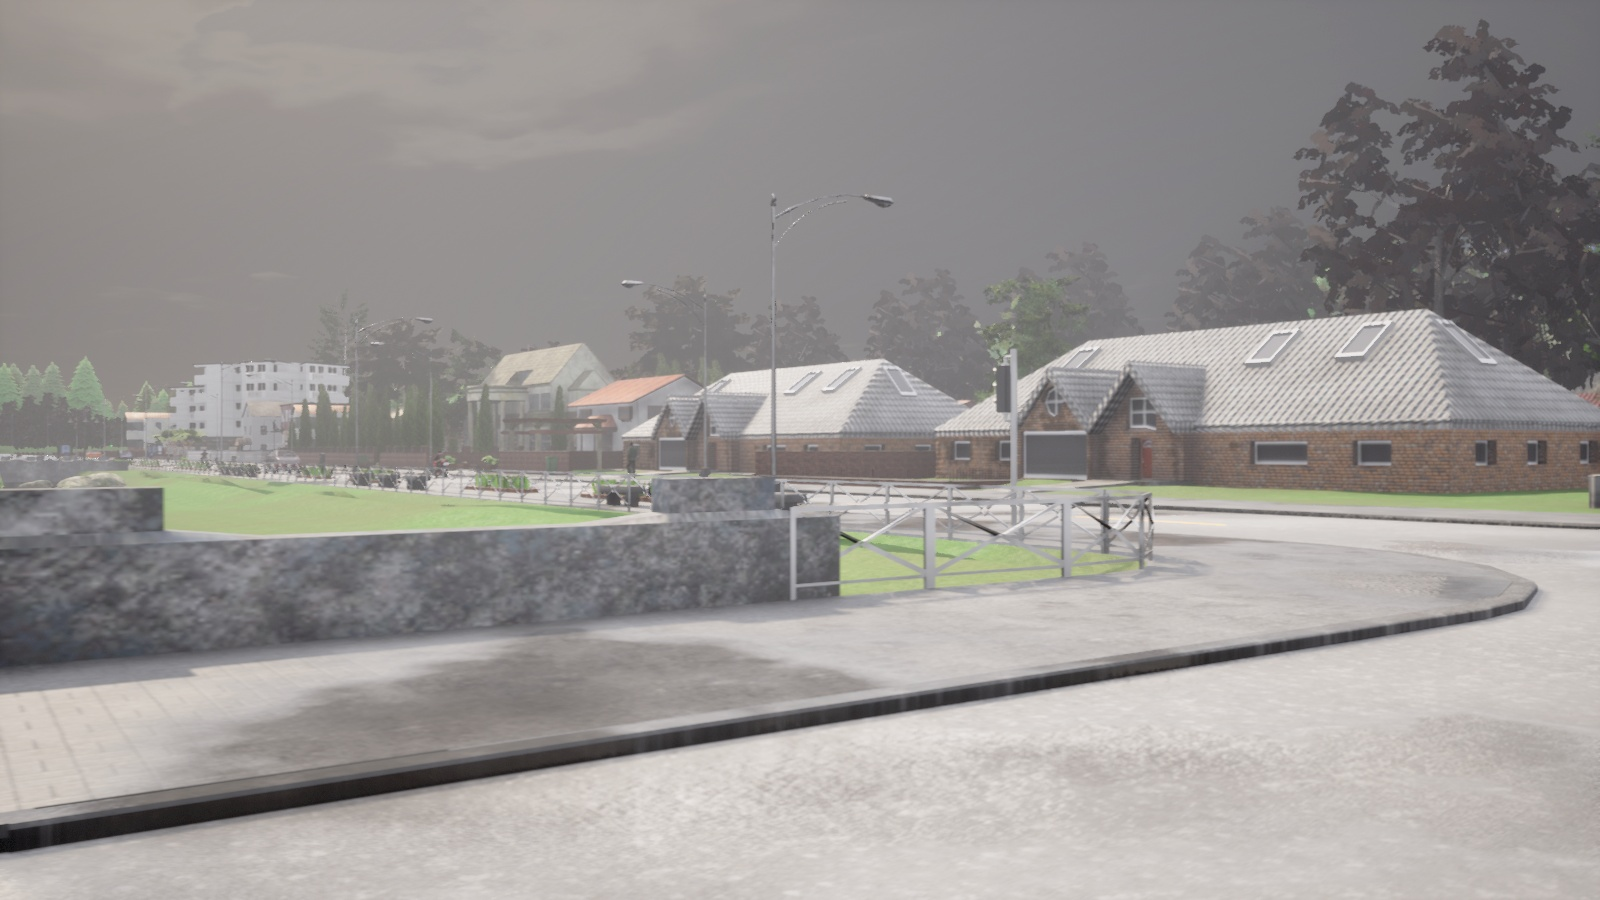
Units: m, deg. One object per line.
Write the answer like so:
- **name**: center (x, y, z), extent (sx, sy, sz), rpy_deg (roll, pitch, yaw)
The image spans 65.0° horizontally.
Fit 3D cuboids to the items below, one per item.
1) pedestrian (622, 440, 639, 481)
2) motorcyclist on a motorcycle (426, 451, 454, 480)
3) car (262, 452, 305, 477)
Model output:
- **pedestrian**: center (-8.073, 0.479, 59.827), extent (0.423, 1.949, 0.788), rpy_deg (0, 0, -39)
- **motorcyclist on a motorcycle**: center (-19.432, 0.819, 67.720), extent (0.797, 1.523, 2.044), rpy_deg (0, 0, -35)
- **car**: center (-33.023, 0.895, 80.239), extent (1.789, 1.549, 3.705), rpy_deg (0, 0, -35)
